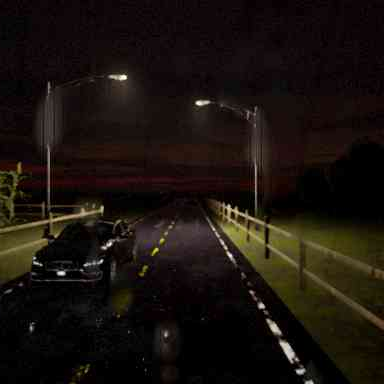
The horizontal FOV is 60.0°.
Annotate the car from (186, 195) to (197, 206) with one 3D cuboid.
[{"bbox_3d":[-0.088,1.623,57.264,1.994,1.385,4.181,0,0,0],"label":"car"}]

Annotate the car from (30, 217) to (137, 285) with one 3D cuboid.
[{"bbox_3d":[-2.788,1.519,9.573,1.837,1.490,4.892,0,-1,0],"label":"car"}]

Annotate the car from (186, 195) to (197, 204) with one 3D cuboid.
[{"bbox_3d":[-0.103,1.421,67.272,2.097,1.767,4.553,0,0,0],"label":"car"}]
